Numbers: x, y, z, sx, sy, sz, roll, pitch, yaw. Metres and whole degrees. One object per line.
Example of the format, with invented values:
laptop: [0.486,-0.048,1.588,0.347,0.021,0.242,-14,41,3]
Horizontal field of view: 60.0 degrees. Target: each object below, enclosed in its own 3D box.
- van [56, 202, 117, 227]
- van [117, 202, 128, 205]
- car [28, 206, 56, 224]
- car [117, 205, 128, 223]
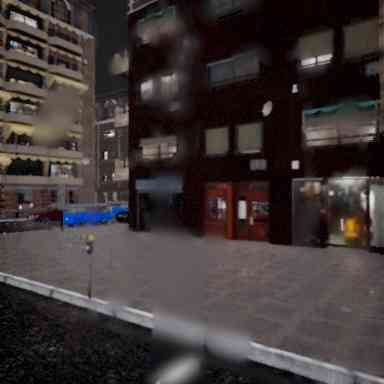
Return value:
van: [-8.200,1.819,26.213,1.690,1.788,3.998,-2,-2,35]
van: [-8.762,2.064,40.134,1.690,1.788,3.998,-2,-2,35]
car: [-12.498,2.043,30.364,1.812,1.442,4.674,0,-1,35]
car: [-5.129,2.152,30.823,1.947,1.339,4.313,-2,-2,35]
